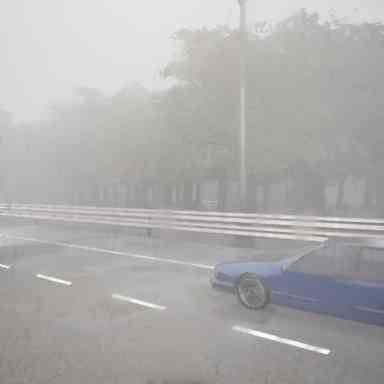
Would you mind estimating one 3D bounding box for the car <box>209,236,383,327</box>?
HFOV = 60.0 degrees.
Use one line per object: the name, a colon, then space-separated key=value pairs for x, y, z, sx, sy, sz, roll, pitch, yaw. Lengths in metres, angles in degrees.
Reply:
car: x=2.982 y=1.548 z=6.039 sx=5.357 sy=1.411 sz=2.033 roll=0 pitch=0 yaw=36
